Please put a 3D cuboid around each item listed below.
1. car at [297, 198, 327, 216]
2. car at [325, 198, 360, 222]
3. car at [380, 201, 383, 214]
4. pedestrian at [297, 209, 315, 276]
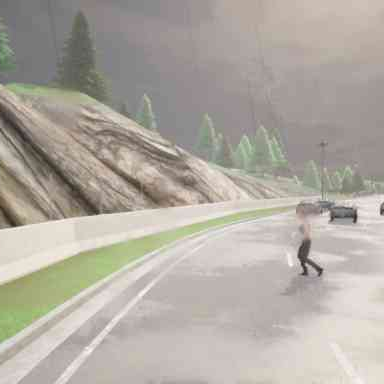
[{"bbox_3d":[11.645,1.492,32.830,2.128,1.511,4.902,0,0,29],"label":"car"},{"bbox_3d":[12.135,1.491,26.371,2.128,1.511,4.902,0,0,28],"label":"car"},{"bbox_3d":[20.650,1.601,34.602,1.895,1.301,4.718,0,0,29],"label":"car"},{"bbox_3d":[2.970,1.294,8.801,0.375,1.860,0.375,0,0,12],"label":"pedestrian"}]
